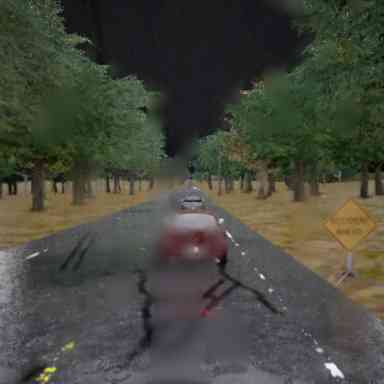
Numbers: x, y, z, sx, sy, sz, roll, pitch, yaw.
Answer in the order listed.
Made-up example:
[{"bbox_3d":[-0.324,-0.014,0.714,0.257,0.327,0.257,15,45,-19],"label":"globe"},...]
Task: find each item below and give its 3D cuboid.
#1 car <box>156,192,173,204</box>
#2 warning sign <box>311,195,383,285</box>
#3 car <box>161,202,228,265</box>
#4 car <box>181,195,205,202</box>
[{"bbox_3d":[-3.591,0.747,44.181,2.128,1.511,4.902,0,1,0],"label":"car"},{"bbox_3d":[3.555,1.025,7.525,1.300,1.860,1.060,0,1,0],"label":"warning sign"},{"bbox_3d":[0.078,1.330,11.149,1.882,1.535,5.008,0,1,0],"label":"car"},{"bbox_3d":[0.084,1.028,28.897,2.128,1.511,4.902,0,1,0],"label":"car"}]
